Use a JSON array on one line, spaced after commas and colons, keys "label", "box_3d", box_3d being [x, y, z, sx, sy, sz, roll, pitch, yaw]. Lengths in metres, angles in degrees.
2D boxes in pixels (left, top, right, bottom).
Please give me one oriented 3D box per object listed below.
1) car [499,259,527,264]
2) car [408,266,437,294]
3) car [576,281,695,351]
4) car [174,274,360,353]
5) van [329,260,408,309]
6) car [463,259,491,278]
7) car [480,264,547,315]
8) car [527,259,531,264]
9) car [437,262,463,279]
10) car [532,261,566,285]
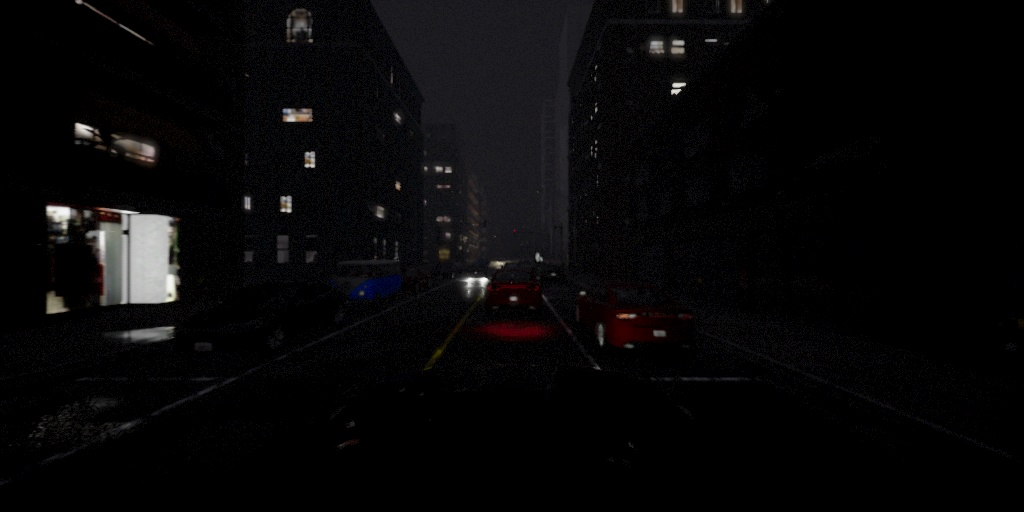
[{"label": "car", "box_3d": [0.073, 1.188, 29.071, 1.812, 1.442, 4.674, 0, 0, 0]}, {"label": "car", "box_3d": [-5.690, 1.236, 19.838, 1.888, 1.381, 4.507, 0, 0, 0]}, {"label": "car", "box_3d": [2.692, 1.272, 8.779, 1.888, 1.381, 4.507, 0, 0, 0]}, {"label": "car", "box_3d": [-5.689, 1.292, 8.791, 1.948, 1.339, 4.313, 0, 0, 0]}, {"label": "van", "box_3d": [-5.690, 1.049, 14.315, 1.690, 1.789, 3.998, 0, 0, 0]}, {"label": "car", "box_3d": [-3.076, 1.215, 32.608, 1.994, 1.385, 4.181, 0, 0, 0]}, {"label": "car", "box_3d": [0.070, 1.190, 13.457, 1.882, 1.535, 5.008, 0, -1, 0]}, {"label": "car", "box_3d": [2.691, 1.206, 36.396, 1.948, 1.339, 4.313, 0, 0, 0]}, {"label": "car", "box_3d": [-5.690, 1.222, 30.885, 1.948, 1.339, 4.313, 0, 0, 0]}, {"label": "car", "box_3d": [2.691, 1.239, 25.349, 1.948, 1.339, 4.313, 0, 0, 0]}]
